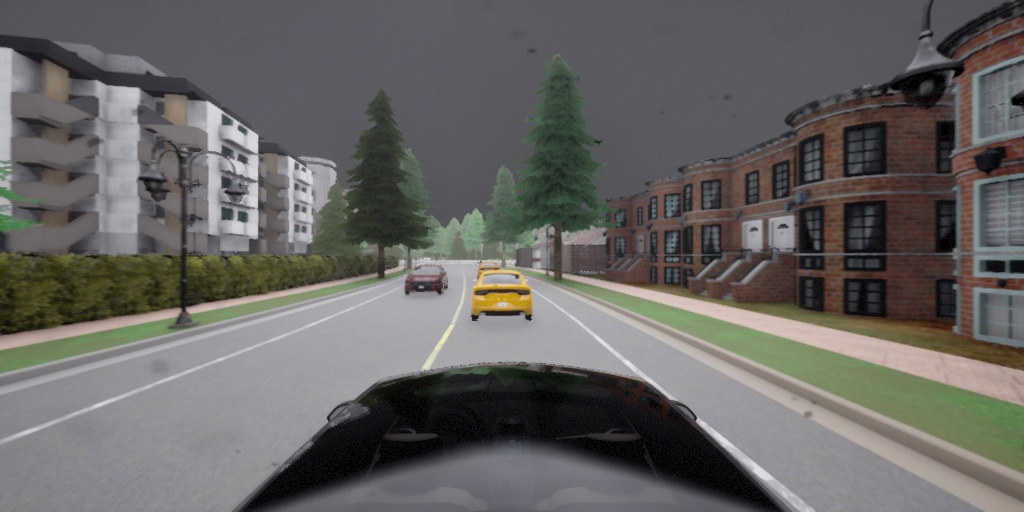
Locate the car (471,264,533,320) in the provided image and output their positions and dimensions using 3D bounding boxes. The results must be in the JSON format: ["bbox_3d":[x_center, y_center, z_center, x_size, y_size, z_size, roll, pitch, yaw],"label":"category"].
[{"bbox_3d":[-0.393,1.231,12.685,1.882,1.535,5.008,0,0,-3],"label":"car"}]

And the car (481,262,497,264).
[{"bbox_3d":[-2.039,1.236,31.089,1.882,1.535,5.008,0,0,-6],"label":"car"}]

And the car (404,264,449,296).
[{"bbox_3d":[-4.603,1.233,19.807,1.882,1.535,5.008,0,0,-5],"label":"car"}]
